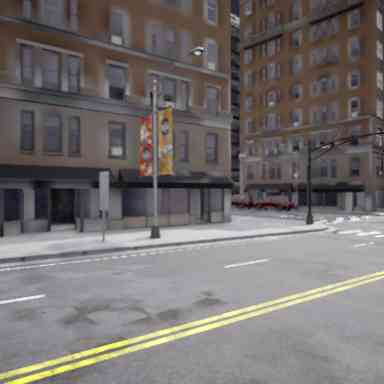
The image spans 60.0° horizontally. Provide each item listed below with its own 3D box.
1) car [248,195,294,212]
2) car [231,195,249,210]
[{"bbox_3d":[9.794,1.381,39.884,2.192,1.841,5.009,0,0,-44],"label":"car"},{"bbox_3d":[5.963,1.331,43.841,2.192,1.841,5.009,0,0,-44],"label":"car"}]
